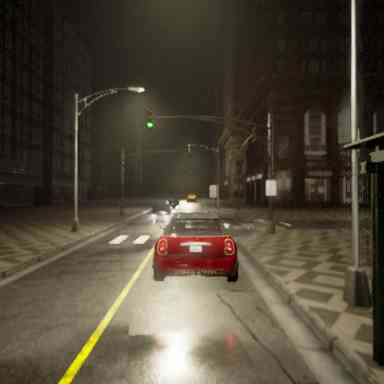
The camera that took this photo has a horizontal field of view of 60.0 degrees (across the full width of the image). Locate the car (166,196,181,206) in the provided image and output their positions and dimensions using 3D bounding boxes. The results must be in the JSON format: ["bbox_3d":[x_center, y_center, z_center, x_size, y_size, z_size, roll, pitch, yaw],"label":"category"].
[{"bbox_3d":[-3.104,1.472,56.243,2.128,1.511,4.902,0,0,0],"label":"car"}]

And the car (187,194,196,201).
[{"bbox_3d":[-0.079,1.254,75.934,1.882,1.535,5.008,0,0,0],"label":"car"}]

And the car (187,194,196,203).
[{"bbox_3d":[-0.069,1.565,65.959,1.895,1.301,4.718,0,0,0],"label":"car"}]

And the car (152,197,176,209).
[{"bbox_3d":[-3.136,1.550,35.944,2.033,1.411,5.357,0,0,0],"label":"car"}]

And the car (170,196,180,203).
[{"bbox_3d":[-3.139,1.485,45.889,2.128,1.511,4.902,0,0,0],"label":"car"}]

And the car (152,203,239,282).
[{"bbox_3d":[0.090,1.361,9.911,2.097,1.767,4.553,0,0,0],"label":"car"}]
